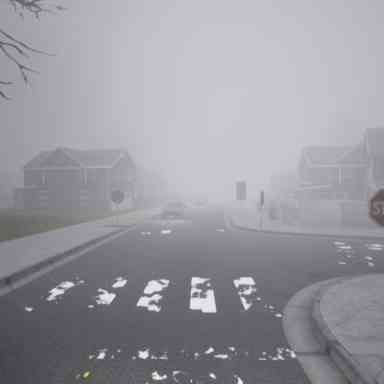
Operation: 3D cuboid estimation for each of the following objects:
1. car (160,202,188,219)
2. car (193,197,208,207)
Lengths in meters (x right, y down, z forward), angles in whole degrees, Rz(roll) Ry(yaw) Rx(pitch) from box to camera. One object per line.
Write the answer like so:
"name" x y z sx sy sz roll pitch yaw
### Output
"car" -1.418 1.537 28.922 2.033 1.411 5.357 0 0 5
"car" 1.423 1.541 51.280 2.033 1.411 5.357 0 0 9
